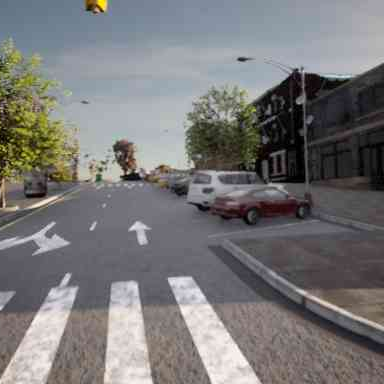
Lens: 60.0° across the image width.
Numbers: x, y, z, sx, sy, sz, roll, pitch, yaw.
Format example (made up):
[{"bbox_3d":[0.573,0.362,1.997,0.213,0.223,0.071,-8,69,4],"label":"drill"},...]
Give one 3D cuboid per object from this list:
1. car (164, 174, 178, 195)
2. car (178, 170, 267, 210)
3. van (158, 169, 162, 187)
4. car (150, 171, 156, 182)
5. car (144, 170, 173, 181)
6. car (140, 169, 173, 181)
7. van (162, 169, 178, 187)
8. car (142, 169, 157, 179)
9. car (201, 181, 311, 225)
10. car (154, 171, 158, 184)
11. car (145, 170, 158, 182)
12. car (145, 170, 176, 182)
[{"bbox_3d":[0.670,-0.439,26.011,4.892,1.521,2.231,-3,5,-31],"label":"car"},{"bbox_3d":[2.424,-0.051,17.135,5.566,2.045,2.435,-3,5,-31],"label":"car"},{"bbox_3d":[-0.575,-1.089,31.856,4.442,1.987,1.878,-3,5,-31],"label":"van"},{"bbox_3d":[-2.220,-1.470,40.823,4.674,1.452,2.002,-3,5,-31],"label":"car"},{"bbox_3d":[-5.850,-2.875,58.545,4.553,1.767,2.185,-2,2,-32],"label":"car"},{"bbox_3d":[-6.519,-3.088,61.414,5.566,2.045,2.435,-1,-1,-31],"label":"car"},{"bbox_3d":[0.004,-0.875,28.891,4.442,1.987,1.878,-3,5,-31],"label":"van"},{"bbox_3d":[-4.639,-2.611,52.595,5.566,2.045,2.435,-3,5,-32],"label":"car"},{"bbox_3d":[2.987,0.454,14.182,4.674,1.452,2.002,-3,5,-31],"label":"car"},{"bbox_3d":[-0.893,-1.093,34.992,5.366,1.575,1.946,-3,5,-31],"label":"car"},{"bbox_3d":[-3.846,-2.159,49.772,5.366,1.575,1.946,-3,5,-31],"label":"car"},{"bbox_3d":[-5.272,-2.699,55.581,4.553,1.767,2.185,-3,4,-32],"label":"car"}]
